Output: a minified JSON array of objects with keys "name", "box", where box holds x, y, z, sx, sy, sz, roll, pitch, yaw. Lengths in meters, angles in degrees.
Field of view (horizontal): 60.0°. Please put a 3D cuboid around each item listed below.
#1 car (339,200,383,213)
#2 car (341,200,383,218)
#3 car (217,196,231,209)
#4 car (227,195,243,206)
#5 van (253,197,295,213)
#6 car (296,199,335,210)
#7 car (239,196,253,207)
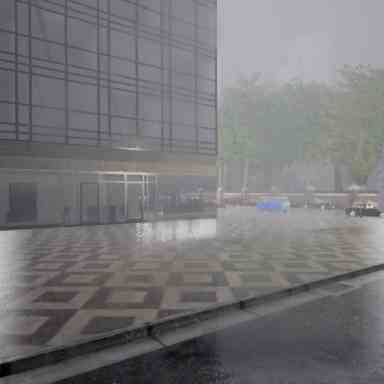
[{"name":"car","box":[19.503,1.588,38.605,1.802,1.307,4.206,-1,0,-35]},{"name":"car","box":[15.730,1.593,29.165,2.008,1.369,4.403,-1,0,-35]},{"name":"car","box":[2.984,1.685,47.222,1.887,1.381,4.507,-1,0,-35]},{"name":"car","box":[6.756,1.400,56.661,2.192,1.841,5.009,-1,0,-35]},{"name":"van","box":[9.355,1.441,38.193,1.690,1.788,3.998,-1,0,-35]},{"name":"car","box":[16.317,1.584,43.119,2.008,1.369,4.403,-1,0,-35]},{"name":"car","box":[9.944,1.655,52.148,1.802,1.307,4.206,-1,0,-35]}]
